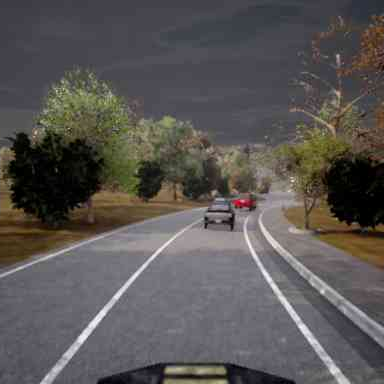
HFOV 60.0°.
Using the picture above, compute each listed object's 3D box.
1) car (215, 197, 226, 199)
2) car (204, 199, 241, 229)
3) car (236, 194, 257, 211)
[{"bbox_3d":[3.813,1.447,44.512,1.812,1.442,4.674,2,0,19],"label":"car"},{"bbox_3d":[1.887,1.477,21.628,2.128,1.511,4.902,1,0,9],"label":"car"},{"bbox_3d":[6.813,1.242,41.926,2.150,2.045,5.566,2,0,18],"label":"car"}]
